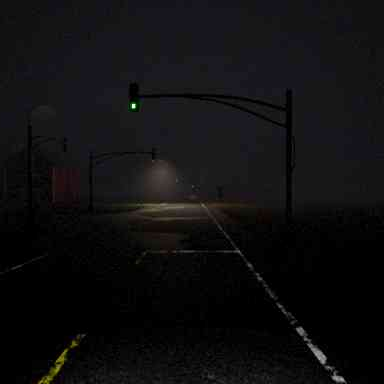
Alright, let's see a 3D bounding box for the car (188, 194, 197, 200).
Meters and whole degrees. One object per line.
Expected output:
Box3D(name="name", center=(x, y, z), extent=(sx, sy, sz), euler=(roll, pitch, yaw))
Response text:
Box3D(name="car", center=(0.115, 1.259, 86.556), extent=(2.097, 1.767, 4.553), euler=(0, 0, 0))
